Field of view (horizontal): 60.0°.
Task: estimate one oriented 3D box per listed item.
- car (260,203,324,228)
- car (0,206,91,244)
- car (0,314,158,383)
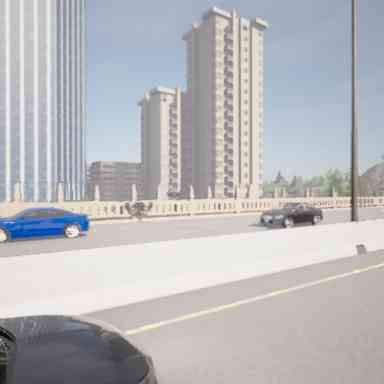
[{"bbox_3d":[6.508,1.455,21.524,4.902,1.511,2.128,0,0,-35],"label":"car"},{"bbox_3d":[-7.448,1.471,15.875,5.008,1.535,1.882,0,0,-35],"label":"car"},{"bbox_3d":[-2.508,1.508,1.958,4.892,1.490,1.837,0,0,-35],"label":"car"}]
